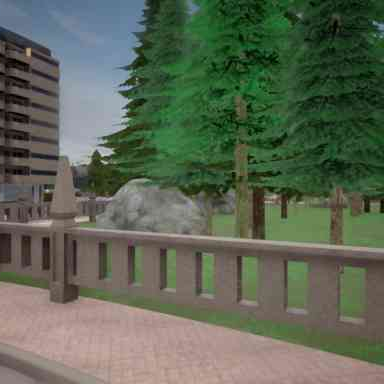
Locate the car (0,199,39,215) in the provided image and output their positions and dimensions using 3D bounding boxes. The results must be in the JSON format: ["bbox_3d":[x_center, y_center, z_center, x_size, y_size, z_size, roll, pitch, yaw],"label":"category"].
[{"bbox_3d":[-16.956,1.618,33.069,1.994,1.385,4.181,0,0,26],"label":"car"}]
